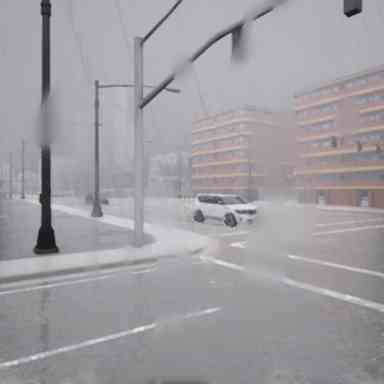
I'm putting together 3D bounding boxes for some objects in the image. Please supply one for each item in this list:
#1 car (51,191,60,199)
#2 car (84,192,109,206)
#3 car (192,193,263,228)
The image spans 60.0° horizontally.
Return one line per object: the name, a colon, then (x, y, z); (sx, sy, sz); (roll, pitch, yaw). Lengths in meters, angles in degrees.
car: (-27.381, 0.581, 65.559); (1.812, 1.442, 4.674); (0, 0, -34)
car: (-12.587, 0.834, 43.852); (2.097, 1.767, 4.553); (0, 1, -34)
car: (2.185, 1.143, 22.175); (2.150, 2.045, 5.566); (0, 1, -34)
